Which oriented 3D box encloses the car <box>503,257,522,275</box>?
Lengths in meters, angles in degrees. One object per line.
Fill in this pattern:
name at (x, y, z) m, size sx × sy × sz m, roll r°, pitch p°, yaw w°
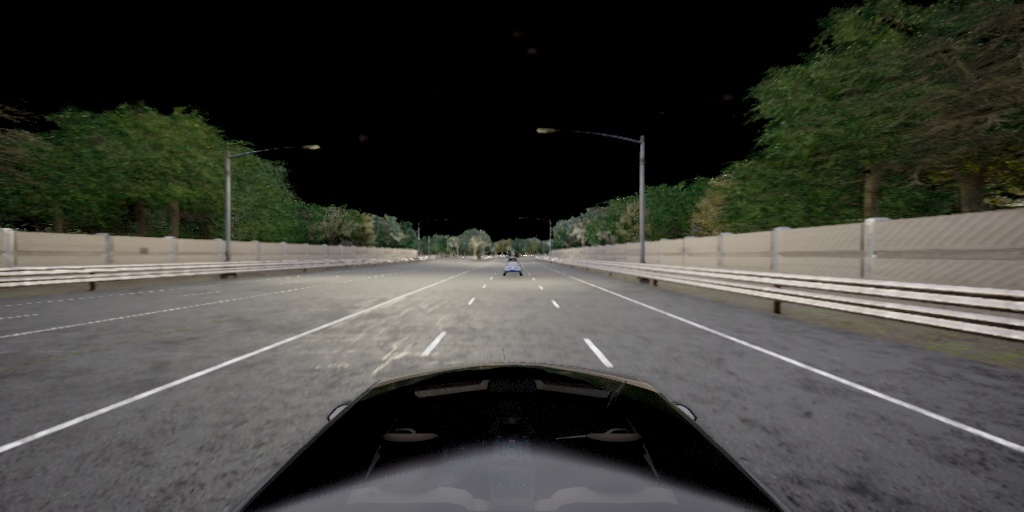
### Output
car at (0.091, 1.149, 35.856) m, size 2.033 × 1.411 × 5.357 m, roll 0°, pitch 0°, yaw 0°
